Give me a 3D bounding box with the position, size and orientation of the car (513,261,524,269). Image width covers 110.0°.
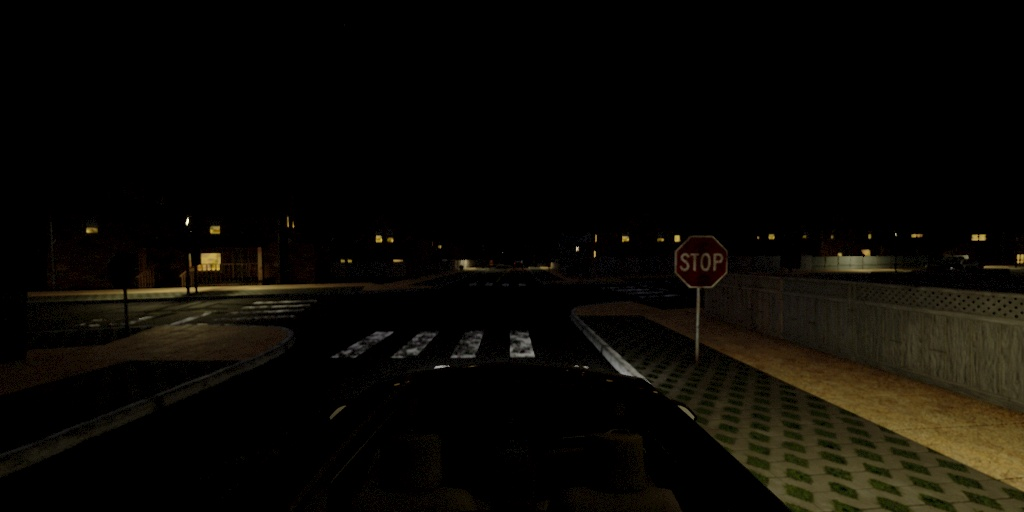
[{"bbox_3d":[1.114,1.551,63.565,2.128,1.511,4.902,0,-1,2],"label":"car"}]

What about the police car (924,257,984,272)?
[{"bbox_3d":[37.167,0.874,30.239,5.238,1.638,1.930,0,2,-17],"label":"police car"}]
